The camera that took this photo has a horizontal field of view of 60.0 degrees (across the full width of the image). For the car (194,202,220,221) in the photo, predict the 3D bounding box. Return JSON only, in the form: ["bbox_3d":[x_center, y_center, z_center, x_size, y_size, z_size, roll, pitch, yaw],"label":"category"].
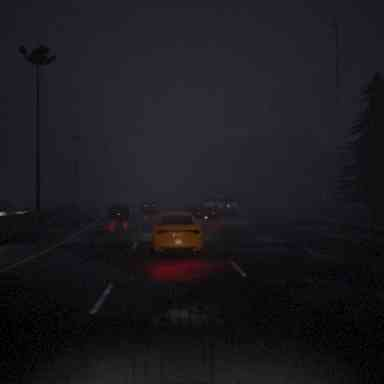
[{"bbox_3d":[0.704,1.812,29.422,1.895,1.301,4.718,0,0,-11],"label":"car"}]

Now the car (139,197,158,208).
[{"bbox_3d":[-7.600,1.799,57.724,2.097,1.767,4.553,0,0,-23],"label":"car"}]

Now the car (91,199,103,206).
[{"bbox_3d":[-18.908,2.069,66.076,1.812,1.442,4.674,0,-1,-26],"label":"car"}]

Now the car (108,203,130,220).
[{"bbox_3d":[-6.858,1.743,31.333,2.128,1.511,4.902,0,0,-12],"label":"car"}]

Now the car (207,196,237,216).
[{"bbox_3d":[2.991,1.469,35.586,2.150,2.045,5.566,0,0,-13],"label":"car"}]

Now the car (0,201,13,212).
[{"bbox_3d":[-25.319,1.901,44.604,2.128,1.511,4.902,0,0,-19],"label":"car"}]

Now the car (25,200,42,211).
[{"bbox_3d":[-22.922,1.920,48.318,2.128,1.511,4.902,0,0,-20],"label":"car"}]

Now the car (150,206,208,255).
[{"bbox_3d":[-0.695,1.582,13.954,1.882,1.535,5.008,0,0,-5],"label":"car"}]

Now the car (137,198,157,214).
[{"bbox_3d":[-5.566,1.806,40.622,2.128,1.511,4.902,0,0,-15],"label":"car"}]
